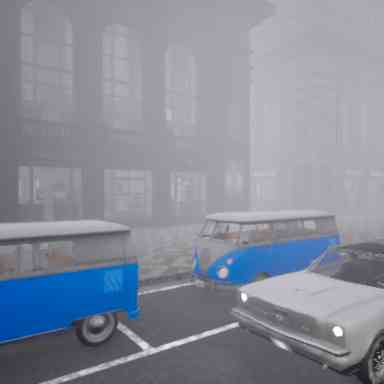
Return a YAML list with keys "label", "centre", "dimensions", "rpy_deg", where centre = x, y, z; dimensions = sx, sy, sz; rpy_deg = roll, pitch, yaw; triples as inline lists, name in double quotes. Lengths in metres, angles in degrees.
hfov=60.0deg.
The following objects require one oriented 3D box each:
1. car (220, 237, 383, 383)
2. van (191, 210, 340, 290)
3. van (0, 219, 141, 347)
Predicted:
- label: "car"
  centre: [2.913, 1.602, 5.457]
  dimensions: [4.718, 1.301, 1.895]
  rpy_deg: [0, 0, -35]
- label: "van"
  centre: [1.876, 1.343, 7.989]
  dimensions: [3.998, 1.788, 1.690]
  rpy_deg: [0, 0, -35]
- label: "van"
  centre: [-2.713, 1.342, 4.716]
  dimensions: [3.998, 1.788, 1.690]
  rpy_deg: [0, 0, -35]
